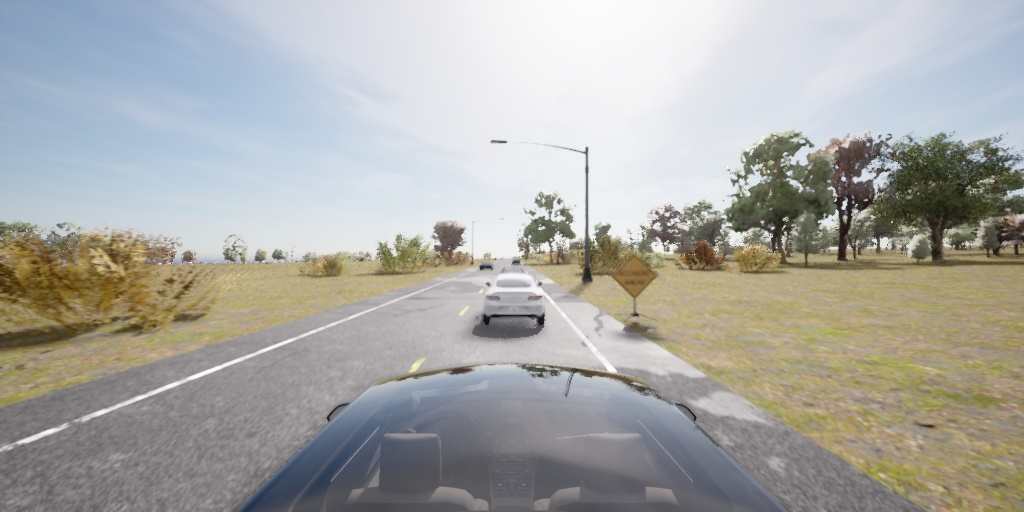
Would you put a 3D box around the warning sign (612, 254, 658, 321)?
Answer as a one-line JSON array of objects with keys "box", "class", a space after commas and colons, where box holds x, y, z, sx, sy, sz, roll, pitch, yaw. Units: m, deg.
[{"box": [3.553, 0.870, 10.369, 1.300, 1.860, 1.060, 0, 0, 0], "class": "warning sign"}]

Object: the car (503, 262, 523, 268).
[{"box": [0.070, 1.362, 26.349, 1.895, 1.301, 4.718, 0, 0, 0], "class": "car"}]

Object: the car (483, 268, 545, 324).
[{"box": [0.071, 1.281, 11.931, 1.812, 1.442, 4.674, 0, 0, 0], "class": "car"}]

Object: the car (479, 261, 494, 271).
[{"box": [-3.565, 1.364, 50.572, 1.895, 1.301, 4.718, 0, 0, 0], "class": "car"}]
